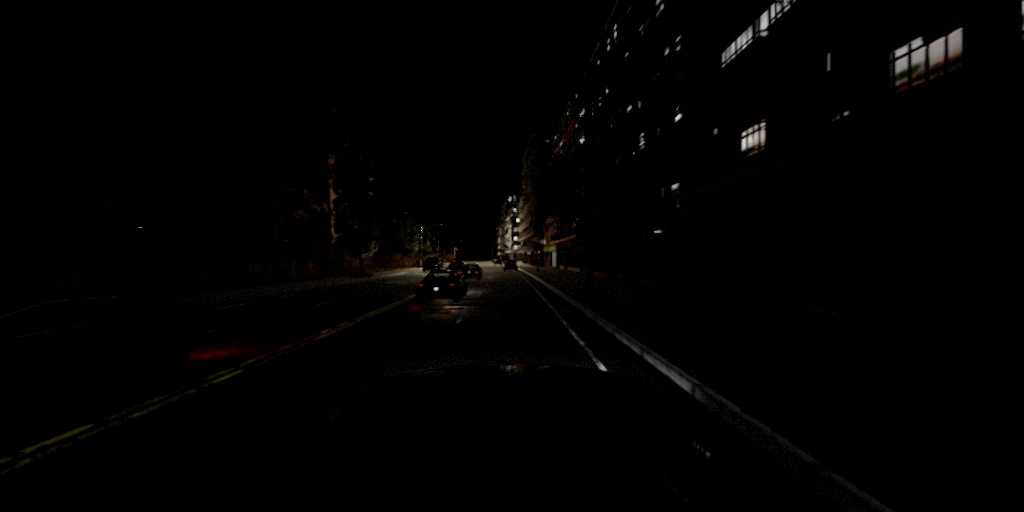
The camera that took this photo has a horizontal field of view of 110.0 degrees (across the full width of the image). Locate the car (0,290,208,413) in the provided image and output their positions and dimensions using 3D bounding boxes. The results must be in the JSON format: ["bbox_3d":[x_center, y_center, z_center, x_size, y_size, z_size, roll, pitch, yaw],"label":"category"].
[{"bbox_3d":[-6.603,1.256,4.622,2.128,1.511,4.902,0,0,0],"label":"car"}]

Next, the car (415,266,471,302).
[{"bbox_3d":[-3.284,1.366,17.278,1.994,1.385,4.181,0,0,-2],"label":"car"}]

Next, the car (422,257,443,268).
[{"bbox_3d":[-10.814,1.157,49.203,2.150,2.045,5.566,0,0,-2],"label":"car"}]

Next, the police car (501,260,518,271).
[{"bbox_3d":[-0.190,1.372,53.046,1.930,1.638,5.238,0,0,-3],"label":"police car"}]

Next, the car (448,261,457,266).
[{"bbox_3d":[-7.545,1.412,48.592,1.882,1.535,5.008,0,0,-2],"label":"car"}]

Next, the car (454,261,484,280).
[{"bbox_3d":[-3.601,1.408,32.202,2.033,1.411,5.357,0,0,-1],"label":"car"}]
